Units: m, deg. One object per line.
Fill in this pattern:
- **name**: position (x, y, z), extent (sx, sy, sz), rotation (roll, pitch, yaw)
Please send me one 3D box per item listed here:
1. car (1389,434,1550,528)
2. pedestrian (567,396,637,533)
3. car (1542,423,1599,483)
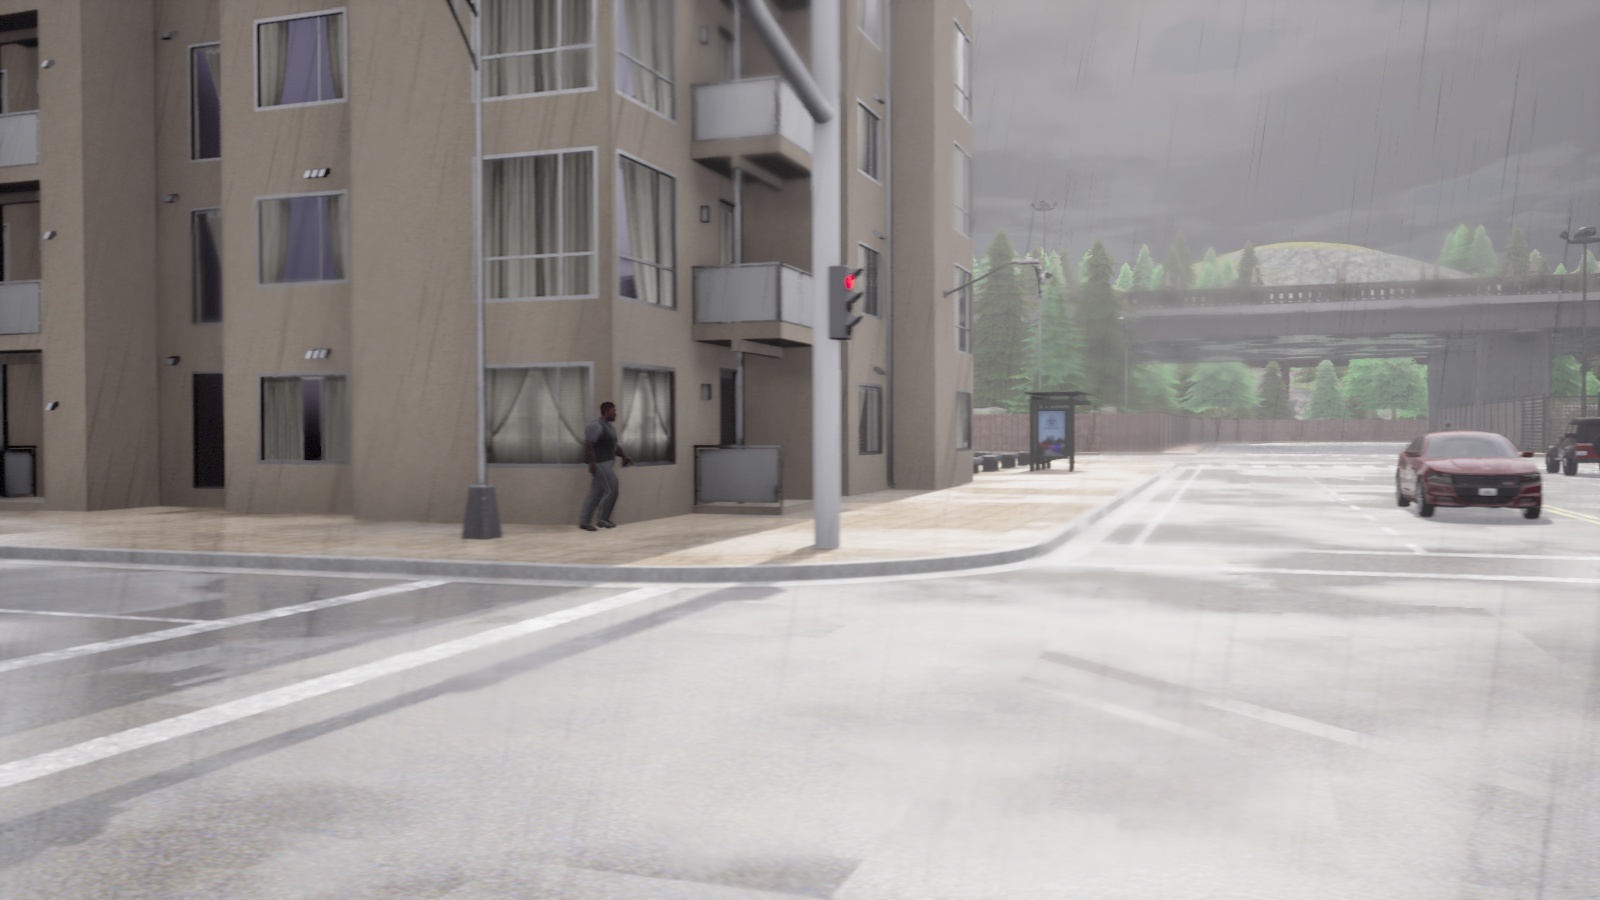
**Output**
- **car**: position (12.273, 0.477, 23.349), extent (1.882, 1.535, 5.008), rotation (1, 1, 19)
- **pedestrian**: position (-2.784, 0.192, 17.670), extent (0.849, 1.883, 0.563), rotation (0, 1, 8)
- **car**: position (25.931, 0.059, 41.297), extent (1.905, 1.878, 3.866), rotation (1, 1, 19)
